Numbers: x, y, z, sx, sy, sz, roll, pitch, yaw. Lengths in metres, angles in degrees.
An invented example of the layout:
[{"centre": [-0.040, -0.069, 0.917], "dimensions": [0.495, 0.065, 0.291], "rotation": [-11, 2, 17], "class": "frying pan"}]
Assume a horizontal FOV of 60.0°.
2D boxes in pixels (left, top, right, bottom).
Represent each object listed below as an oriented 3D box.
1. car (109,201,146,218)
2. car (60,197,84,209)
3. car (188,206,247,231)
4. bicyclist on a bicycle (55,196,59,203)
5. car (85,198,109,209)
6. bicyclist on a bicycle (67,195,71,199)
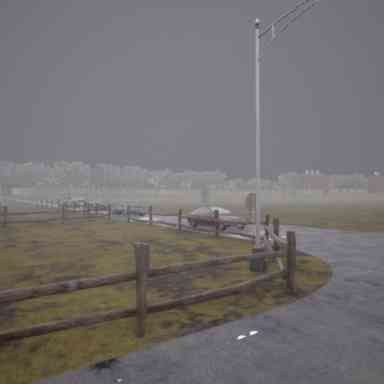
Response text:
[{"centre": [-6.107, 1.746, 32.386], "dimensions": [1.994, 1.385, 4.181], "rotation": [-1, 1, -35], "class": "car"}, {"centre": [-18.451, 1.761, 50.045], "dimensions": [2.033, 1.411, 5.357], "rotation": [-1, 1, -35], "class": "car"}, {"centre": [1.495, 1.658, 21.691], "dimensions": [1.812, 1.442, 4.674], "rotation": [-1, 1, -36], "class": "car"}, {"centre": [-28.555, 1.553, 70.430], "dimensions": [0.866, 1.612, 1.509], "rotation": [-1, 1, -35], "class": "bicyclist on a bicycle"}, {"centre": [-13.092, 1.652, 47.297], "dimensions": [2.128, 1.511, 4.902], "rotation": [-1, 1, -35], "class": "car"}, {"centre": [-23.362, 1.495, 63.077], "dimensions": [0.659, 1.776, 1.843], "rotation": [-1, 1, -35], "class": "bicyclist on a bicycle"}]
